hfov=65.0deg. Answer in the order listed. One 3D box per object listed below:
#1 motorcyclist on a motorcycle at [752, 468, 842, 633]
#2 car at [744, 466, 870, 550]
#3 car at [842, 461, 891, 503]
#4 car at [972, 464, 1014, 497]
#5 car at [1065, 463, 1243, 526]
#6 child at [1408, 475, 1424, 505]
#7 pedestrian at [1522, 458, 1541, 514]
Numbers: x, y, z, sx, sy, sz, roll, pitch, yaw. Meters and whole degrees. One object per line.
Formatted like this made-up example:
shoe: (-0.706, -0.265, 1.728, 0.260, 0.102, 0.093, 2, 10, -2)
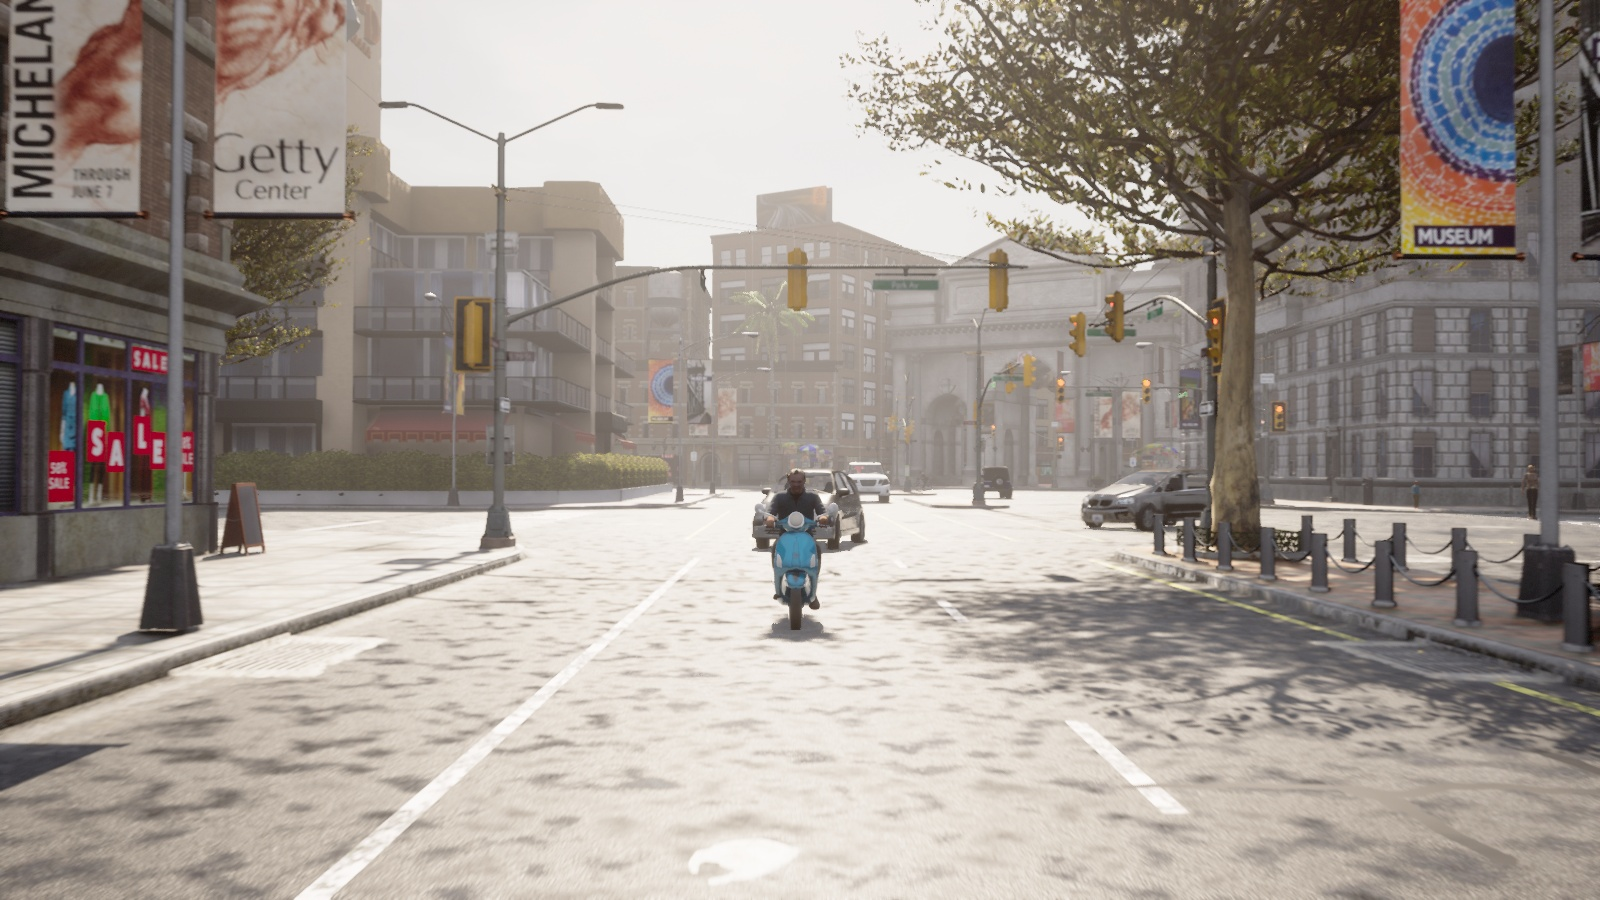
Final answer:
motorcyclist on a motorcycle: (-0.032, 0.986, 13.037, 0.866, 1.590, 1.817, 0, -1, 0)
car: (0.238, 1.154, 26.395, 1.851, 1.617, 3.988, 0, -1, 12)
car: (3.341, 1.592, 64.032, 2.150, 2.045, 5.566, 0, -1, 0)
car: (11.318, 1.801, 73.835, 1.905, 1.878, 3.866, 0, -1, 0)
car: (9.958, 1.209, 35.229, 4.611, 1.667, 2.242, 0, -1, -31)
child: (24.769, 1.598, 50.492, 0.343, 1.192, 0.448, 0, -1, -10)
pedestrian: (24.450, 1.195, 41.977, 0.331, 1.846, 0.634, 0, -1, 14)
